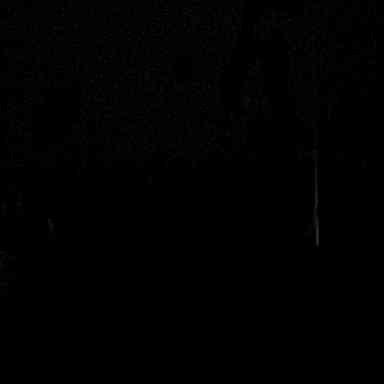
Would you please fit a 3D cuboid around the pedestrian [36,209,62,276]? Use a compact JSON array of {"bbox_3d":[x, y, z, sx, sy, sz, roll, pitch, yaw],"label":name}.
[{"bbox_3d":[-3.833,1.346,8.931,0.375,1.860,0.375,-2,-2,40],"label":"pedestrian"}]
